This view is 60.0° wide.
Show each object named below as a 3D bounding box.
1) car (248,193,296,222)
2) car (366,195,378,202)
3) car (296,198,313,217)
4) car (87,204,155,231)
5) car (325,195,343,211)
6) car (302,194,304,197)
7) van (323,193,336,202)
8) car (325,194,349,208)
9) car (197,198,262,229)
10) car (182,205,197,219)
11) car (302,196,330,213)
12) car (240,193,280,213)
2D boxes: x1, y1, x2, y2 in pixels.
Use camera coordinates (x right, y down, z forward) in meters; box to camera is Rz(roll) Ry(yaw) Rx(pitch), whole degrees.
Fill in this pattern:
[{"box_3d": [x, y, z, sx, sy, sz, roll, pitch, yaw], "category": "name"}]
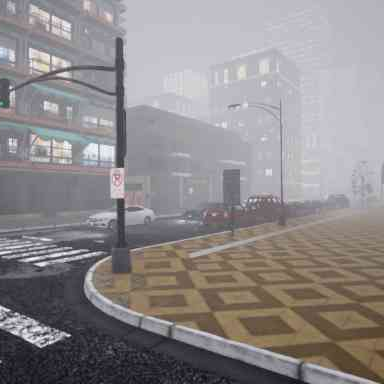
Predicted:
[{"box_3d": [5.759, 1.215, 25.266, 2.192, 1.841, 5.009, -1, 0, 36], "category": "car"}, {"box_3d": [35.562, 1.333, 65.832, 1.887, 1.381, 4.507, -1, 0, 36], "category": "car"}, {"box_3d": [9.073, 1.470, 29.772, 1.802, 1.307, 4.206, -1, 0, 36], "category": "car"}, {"box_3d": [-4.294, 1.515, 20.727, 1.812, 1.442, 4.674, -1, 0, 36], "category": "car"}, {"box_3d": [15.695, 1.415, 38.787, 2.008, 1.369, 4.403, -1, 0, 36], "category": "car"}, {"box_3d": [22.489, 1.439, 61.346, 1.752, 1.417, 4.829, -1, 0, 36], "category": "car"}, {"box_3d": [29.210, 1.229, 70.498, 1.690, 1.788, 3.998, -1, 0, 36], "category": "van"}, {"box_3d": [19.004, 1.167, 43.296, 2.192, 1.841, 5.009, -1, 0, 36], "category": "car"}, {"box_3d": [2.449, 1.352, 20.758, 1.967, 1.590, 4.097, -1, 0, 36], "category": "car"}, {"box_3d": [1.406, 1.516, 28.480, 2.033, 1.411, 5.357, -1, 0, 36], "category": "car"}, {"box_3d": [12.384, 1.421, 34.280, 1.887, 1.381, 4.507, -1, 0, 36], "category": "car"}, {"box_3d": [7.649, 1.167, 36.976, 2.150, 2.045, 5.566, -1, 0, 36], "category": "car"}]
